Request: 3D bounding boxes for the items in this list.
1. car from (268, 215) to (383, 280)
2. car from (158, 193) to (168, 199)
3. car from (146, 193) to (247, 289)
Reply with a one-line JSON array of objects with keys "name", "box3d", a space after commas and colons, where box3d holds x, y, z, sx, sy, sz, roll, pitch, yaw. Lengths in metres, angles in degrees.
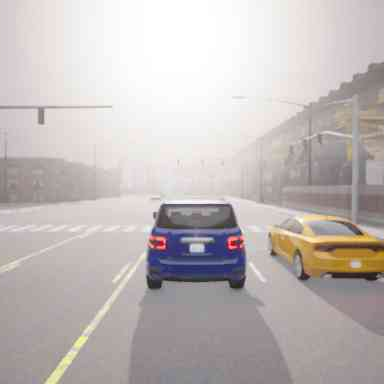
[{"name": "car", "box3d": [3.563, 1.399, 9.693, 1.882, 1.535, 5.008, 0, 0, 0]}, {"name": "car", "box3d": [-7.007, 0.886, 79.910, 1.895, 1.301, 4.718, 0, 0, 0]}, {"name": "car", "box3d": [0.062, 1.142, 9.064, 2.150, 2.045, 5.566, 0, 1, -1]}]
